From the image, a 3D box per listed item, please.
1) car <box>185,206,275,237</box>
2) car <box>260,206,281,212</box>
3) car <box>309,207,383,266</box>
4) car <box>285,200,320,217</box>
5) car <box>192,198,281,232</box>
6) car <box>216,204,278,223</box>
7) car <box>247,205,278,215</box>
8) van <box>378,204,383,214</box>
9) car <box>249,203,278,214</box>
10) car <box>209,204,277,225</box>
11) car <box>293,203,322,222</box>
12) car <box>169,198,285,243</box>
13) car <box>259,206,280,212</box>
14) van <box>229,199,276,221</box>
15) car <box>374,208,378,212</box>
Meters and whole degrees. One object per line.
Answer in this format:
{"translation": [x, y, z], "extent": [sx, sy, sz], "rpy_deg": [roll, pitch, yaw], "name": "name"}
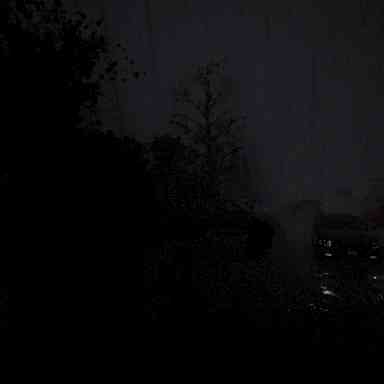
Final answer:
{"translation": [2.274, 1.639, 19.206], "extent": [4.892, 1.521, 2.231], "rpy_deg": [0, -1, 15], "name": "car"}
{"translation": [19.403, 4.154, 82.416], "extent": [4.892, 1.521, 2.231], "rpy_deg": [0, -3, 15], "name": "car"}
{"translation": [5.463, 1.545, 12.167], "extent": [1.882, 1.535, 5.008], "rpy_deg": [0, -1, 18], "name": "car"}
{"translation": [13.001, 1.976, 39.492], "extent": [2.150, 2.045, 5.566], "rpy_deg": [2, -3, -19], "name": "car"}
{"translation": [3.004, 1.433, 21.906], "extent": [5.566, 2.045, 2.435], "rpy_deg": [0, -1, 15], "name": "car"}
{"translation": [4.957, 1.877, 30.048], "extent": [5.366, 1.575, 1.946], "rpy_deg": [0, -2, 15], "name": "car"}
{"translation": [11.245, 2.799, 52.765], "extent": [4.674, 1.452, 2.002], "rpy_deg": [0, -3, 15], "name": "car"}
{"translation": [15.896, 1.552, 23.193], "extent": [4.442, 1.987, 1.878], "rpy_deg": [0, -1, 15], "name": "van"}
{"translation": [12.020, 2.775, 55.844], "extent": [4.553, 1.767, 2.185], "rpy_deg": [0, -3, 15], "name": "car"}
{"translation": [4.270, 1.808, 27.478], "extent": [5.366, 1.575, 1.946], "rpy_deg": [0, -1, 15], "name": "car"}
{"translation": [10.578, 2.015, 30.640], "extent": [1.812, 1.442, 4.674], "rpy_deg": [0, -2, 15], "name": "car"}
{"translation": [1.619, 1.346, 16.622], "extent": [5.566, 2.045, 2.435], "rpy_deg": [0, -1, 15], "name": "car"}
{"translation": [18.528, 4.044, 79.260], "extent": [4.674, 1.452, 2.002], "rpy_deg": [0, -3, 15], "name": "car"}
{"translation": [5.971, 1.733, 32.675], "extent": [4.442, 1.987, 1.878], "rpy_deg": [0, -2, 15], "name": "van"}
{"translation": [16.761, 1.725, 26.102], "extent": [4.553, 1.767, 2.185], "rpy_deg": [0, -2, 15], "name": "car"}
